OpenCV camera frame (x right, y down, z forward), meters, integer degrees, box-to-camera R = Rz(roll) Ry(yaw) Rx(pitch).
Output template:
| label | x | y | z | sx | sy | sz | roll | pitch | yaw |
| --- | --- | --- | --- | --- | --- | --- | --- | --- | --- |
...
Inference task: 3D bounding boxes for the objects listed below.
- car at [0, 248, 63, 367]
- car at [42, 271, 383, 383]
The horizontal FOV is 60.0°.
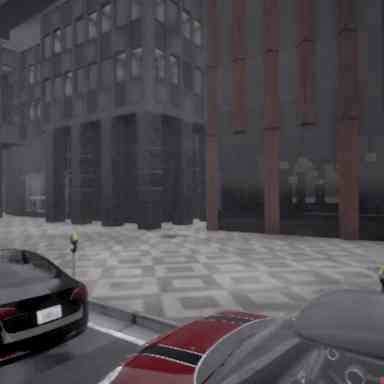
| label | x | y | z | sx | sy | sz | roll | pitch | yaw |
| --- | --- | --- | --- | --- | --- | --- | --- | --- | --- |
| car | -3.516 | 1.622 | 5.472 | 4.313 | 1.339 | 1.947 | -1 | 0 | 36 |
| car | 1.105 | 1.442 | 2.175 | 4.097 | 1.590 | 1.967 | -1 | 0 | 36 |
